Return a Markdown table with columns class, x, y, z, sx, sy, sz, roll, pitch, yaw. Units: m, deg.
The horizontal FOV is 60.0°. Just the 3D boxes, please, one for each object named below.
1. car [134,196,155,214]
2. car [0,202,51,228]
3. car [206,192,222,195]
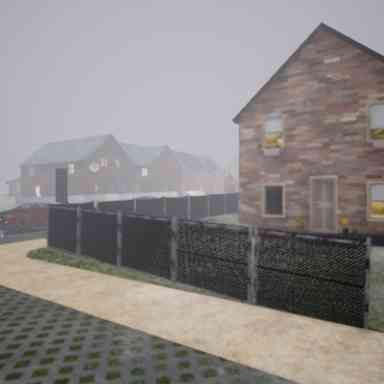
| class | x | y | z | sx | sy | sz | roll | pitch | yaw |
| --- | --- | --- | --- | --- | --- | --- | --- | --- | --- |
| car | -4.350 | 1.062 | 28.899 | 1.812 | 1.442 | 4.674 | 0 | 1 | 34 |
| car | -9.832 | 1.336 | 20.634 | 1.994 | 1.385 | 4.181 | 0 | 1 | 34 |
| car | 2.502 | 0.774 | 39.211 | 1.812 | 1.442 | 4.674 | 0 | 1 | 34 |
